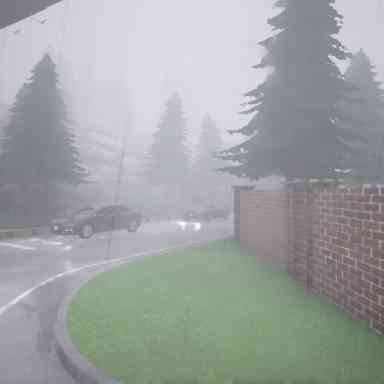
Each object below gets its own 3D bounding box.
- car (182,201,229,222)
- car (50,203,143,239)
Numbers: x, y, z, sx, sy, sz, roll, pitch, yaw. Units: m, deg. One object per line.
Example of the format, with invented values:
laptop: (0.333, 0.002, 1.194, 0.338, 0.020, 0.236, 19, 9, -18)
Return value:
car: (1.064, 1.387, 24.582, 1.994, 1.385, 4.181, 0, 0, 35)
car: (-4.532, 1.328, 16.409, 1.837, 1.490, 4.892, 0, 0, 34)
